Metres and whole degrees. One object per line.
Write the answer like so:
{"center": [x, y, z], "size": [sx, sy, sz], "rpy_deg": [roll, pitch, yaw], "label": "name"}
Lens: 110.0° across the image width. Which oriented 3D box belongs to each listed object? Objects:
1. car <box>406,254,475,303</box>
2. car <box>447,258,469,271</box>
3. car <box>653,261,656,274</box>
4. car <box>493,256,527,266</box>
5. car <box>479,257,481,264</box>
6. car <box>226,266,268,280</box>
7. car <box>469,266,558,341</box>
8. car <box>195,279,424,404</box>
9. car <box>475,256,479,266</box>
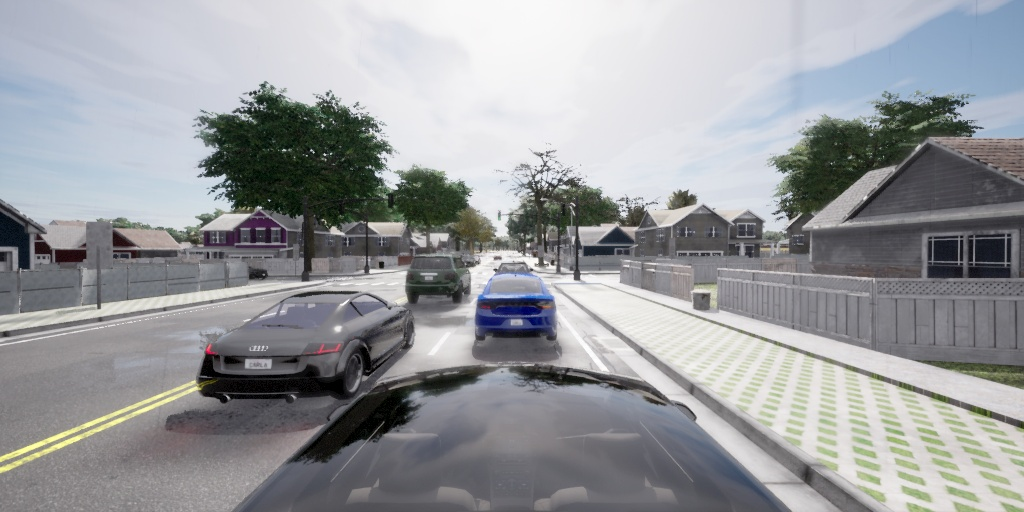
{"center": [-3.173, 0.926, 16.360], "size": [2.150, 2.045, 5.566], "rpy_deg": [0, 0, 0], "label": "car"}
{"center": [-6.663, 1.011, 44.800], "size": [2.033, 1.411, 5.357], "rpy_deg": [0, 1, 0], "label": "car"}
{"center": [12.675, 1.095, 32.532], "size": [4.718, 1.301, 1.895], "rpy_deg": [0, 1, 1], "label": "car"}
{"center": [0.074, 1.041, 18.858], "size": [2.097, 1.767, 4.553], "rpy_deg": [0, 0, 0], "label": "car"}
{"center": [-6.652, 0.728, 64.518], "size": [2.033, 1.411, 5.357], "rpy_deg": [0, 1, 0], "label": "car"}
{"center": [-22.624, 1.267, 29.215], "size": [5.008, 1.535, 1.882], "rpy_deg": [0, 1, 3], "label": "car"}
{"center": [0.088, 1.213, 9.887], "size": [1.882, 1.535, 5.008], "rpy_deg": [0, 0, 0], "label": "car"}
{"center": [-3.157, 1.308, 6.470], "size": [1.994, 1.385, 4.181], "rpy_deg": [0, 0, 0], "label": "car"}
{"center": [-6.661, 0.715, 54.238], "size": [2.097, 1.767, 4.553], "rpy_deg": [0, 1, 0], "label": "car"}
